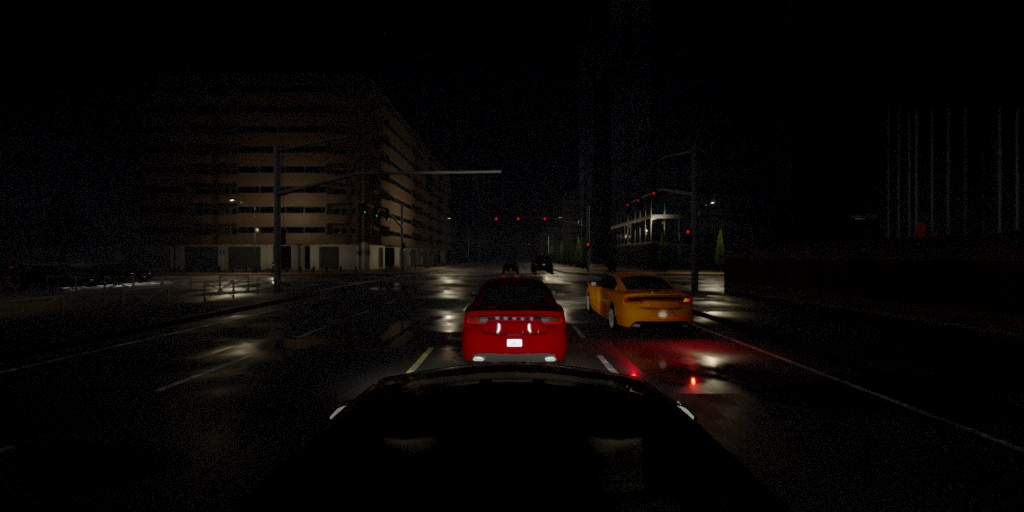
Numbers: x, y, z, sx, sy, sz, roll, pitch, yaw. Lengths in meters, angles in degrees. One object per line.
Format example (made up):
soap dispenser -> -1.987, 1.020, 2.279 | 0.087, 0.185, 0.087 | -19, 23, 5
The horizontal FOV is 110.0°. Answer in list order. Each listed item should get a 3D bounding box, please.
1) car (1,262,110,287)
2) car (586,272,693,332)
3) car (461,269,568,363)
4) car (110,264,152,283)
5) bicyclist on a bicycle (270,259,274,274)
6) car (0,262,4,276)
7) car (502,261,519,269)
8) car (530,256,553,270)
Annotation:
car -> -30.751, 1.328, 24.248 | 4.674, 1.442, 1.812 | 0, 0, 0
car -> 3.577, 1.226, 10.940 | 1.882, 1.535, 5.008 | 0, 0, 0
car -> 0.058, 1.227, 8.164 | 1.882, 1.535, 5.008 | 0, 0, 0
car -> -30.778, 1.327, 27.748 | 4.674, 1.442, 1.812 | 0, 0, 0
bicyclist on a bicycle -> -25.540, 1.101, 38.695 | 0.582, 1.620, 1.656 | 0, 0, 0
car -> -50.350, 1.292, 34.955 | 4.902, 1.511, 2.128 | 0, 0, 1
car -> -0.175, 1.271, 42.315 | 1.812, 1.442, 4.674 | 0, 0, -1
car -> 3.344, 0.974, 40.537 | 2.150, 2.045, 5.566 | 0, 0, -1
